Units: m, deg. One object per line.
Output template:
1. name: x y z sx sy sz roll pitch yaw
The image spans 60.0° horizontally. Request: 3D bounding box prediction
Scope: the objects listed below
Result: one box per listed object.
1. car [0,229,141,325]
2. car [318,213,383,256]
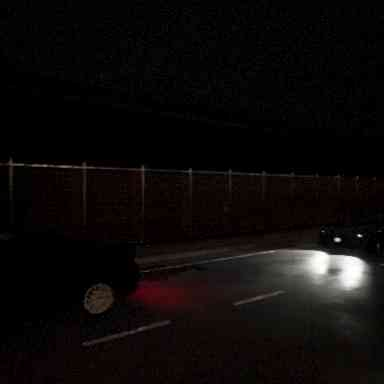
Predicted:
1. car: -3.378 1.476 5.872 5.008 1.535 1.882 0 0 -35
2. car: 6.872 1.535 13.153 4.181 1.385 1.994 0 0 -35
